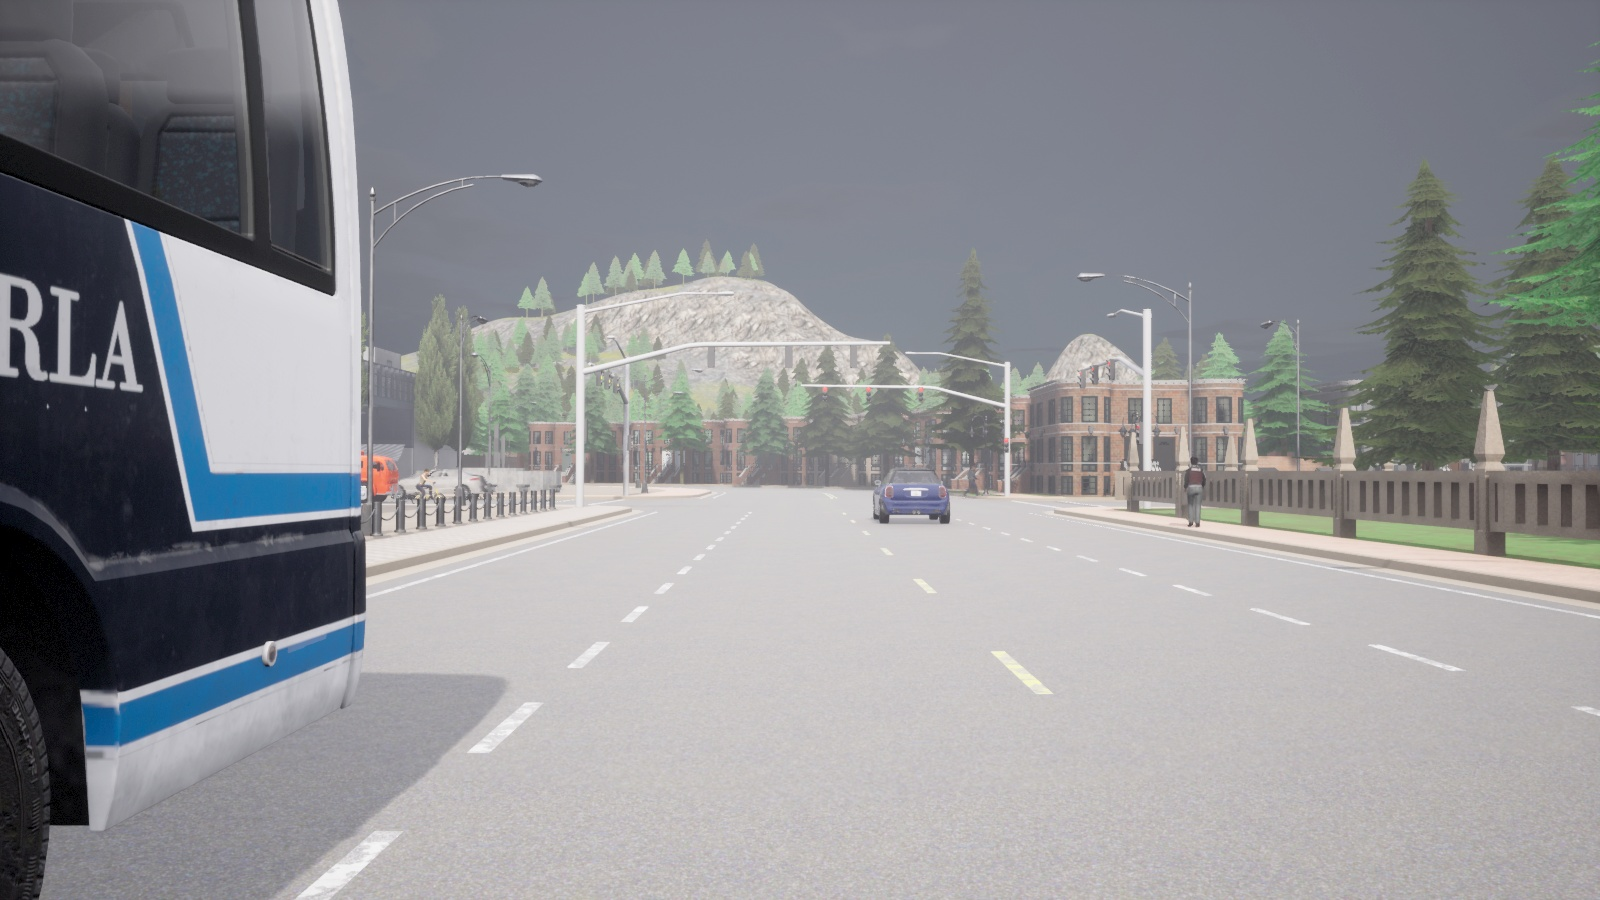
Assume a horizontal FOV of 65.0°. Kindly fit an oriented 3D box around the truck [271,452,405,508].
[{"bbox_3d":[-21.139,1.378,57.643,5.204,2.467,2.627,0,-1,0],"label":"truck"}]

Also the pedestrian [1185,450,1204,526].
[{"bbox_3d":[10.234,0.978,32.575,0.402,1.930,0.666,0,-1,12],"label":"pedestrian"}]

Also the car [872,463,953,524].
[{"bbox_3d":[3.417,1.313,39.050,2.097,1.767,4.553,0,-1,0],"label":"car"}]

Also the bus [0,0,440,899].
[{"bbox_3d":[-3.506,-0.544,0.234,3.944,4.253,10.273,0,-1,0],"label":"bus"}]

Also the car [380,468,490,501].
[{"bbox_3d":[-18.734,1.751,64.644,5.027,1.651,2.152,0,-1,0],"label":"car"}]

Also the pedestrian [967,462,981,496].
[{"bbox_3d":[9.809,1.634,70.896,0.788,1.949,0.423,0,-1,6],"label":"pedestrian"}]
